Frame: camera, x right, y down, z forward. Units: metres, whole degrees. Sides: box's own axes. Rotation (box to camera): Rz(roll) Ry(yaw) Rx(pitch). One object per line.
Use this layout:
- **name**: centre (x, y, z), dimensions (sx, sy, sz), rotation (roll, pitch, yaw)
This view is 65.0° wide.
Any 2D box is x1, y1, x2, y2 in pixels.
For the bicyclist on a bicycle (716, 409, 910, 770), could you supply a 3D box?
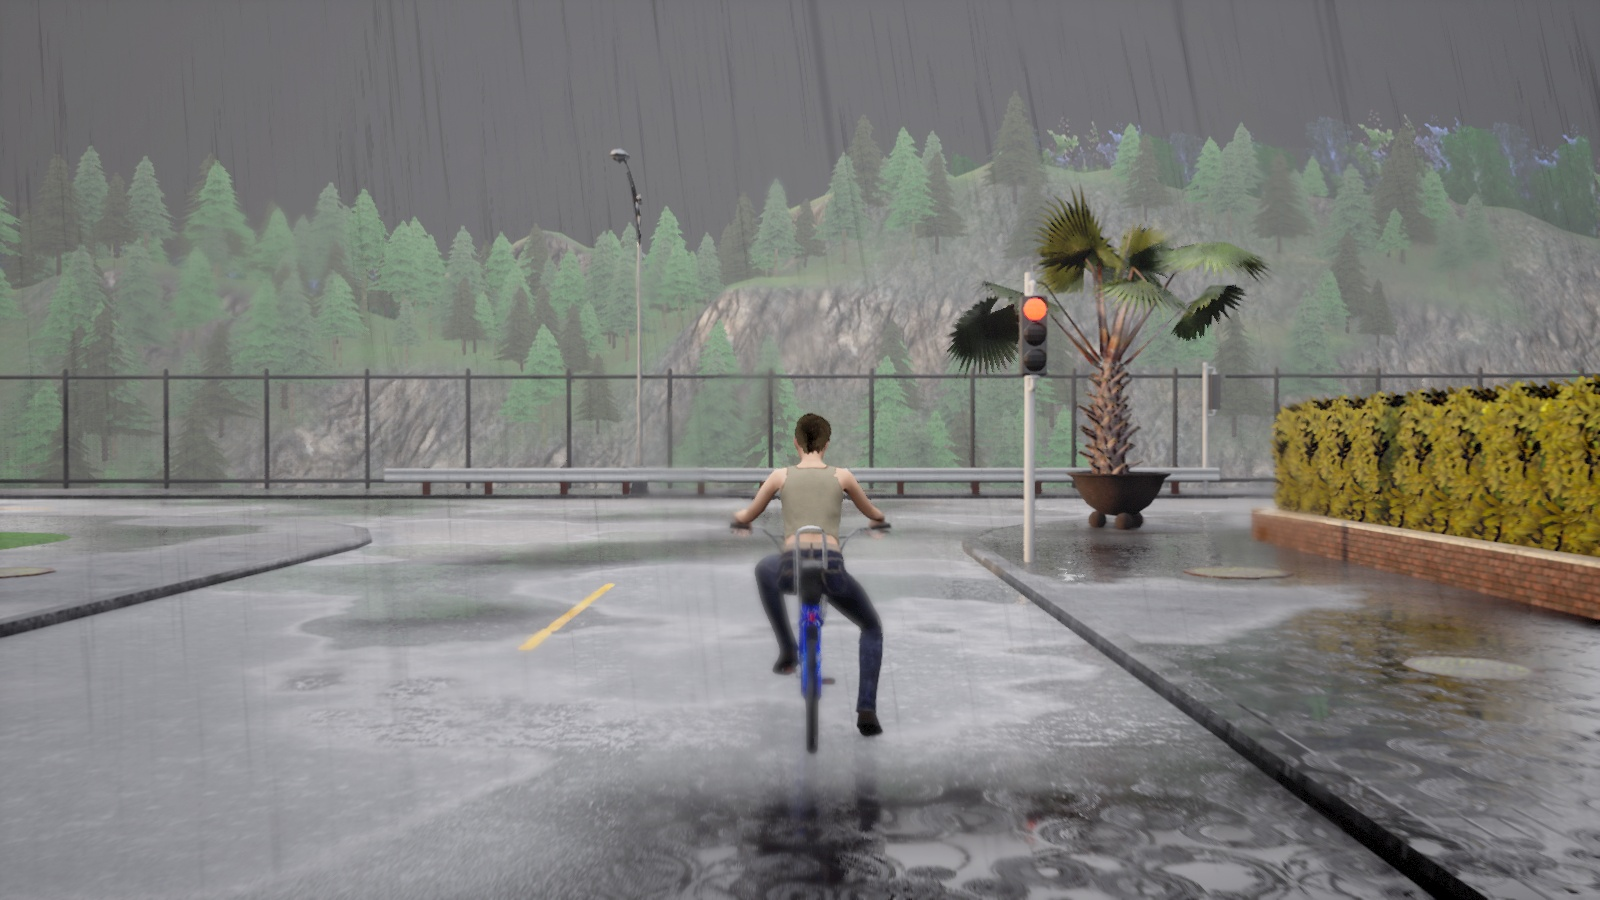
- **bicyclist on a bicycle**: centre (0.056, 0.618, 6.357), dimensions (0.866, 1.612, 1.509), rotation (0, 1, 0)
